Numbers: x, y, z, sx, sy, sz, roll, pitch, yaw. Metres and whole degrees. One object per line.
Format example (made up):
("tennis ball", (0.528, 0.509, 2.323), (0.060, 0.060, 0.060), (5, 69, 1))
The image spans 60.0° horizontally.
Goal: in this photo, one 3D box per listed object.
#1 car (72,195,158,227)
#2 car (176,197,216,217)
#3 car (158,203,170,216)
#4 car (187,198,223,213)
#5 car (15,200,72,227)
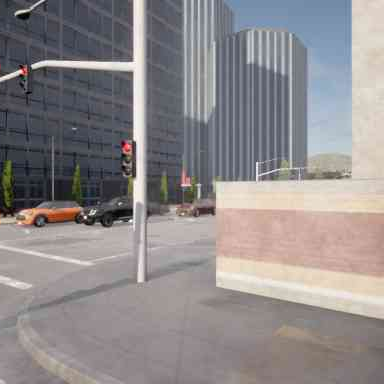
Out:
("car", (-5.236, 1.277, 23.585), (2.150, 2.045, 5.566), (0, 0, 36))
("car", (0.494, 1.407, 31.553), (2.097, 1.767, 4.553), (0, 0, 36))
("car", (-4.265, 1.603, 30.933), (2.033, 1.411, 5.357), (0, 0, 36))
("car", (1.662, 1.560, 39.162), (1.837, 1.490, 4.892), (0, 0, 36))
("car", (-9.792, 1.407, 23.239), (2.097, 1.767, 4.553), (0, 0, 36))
